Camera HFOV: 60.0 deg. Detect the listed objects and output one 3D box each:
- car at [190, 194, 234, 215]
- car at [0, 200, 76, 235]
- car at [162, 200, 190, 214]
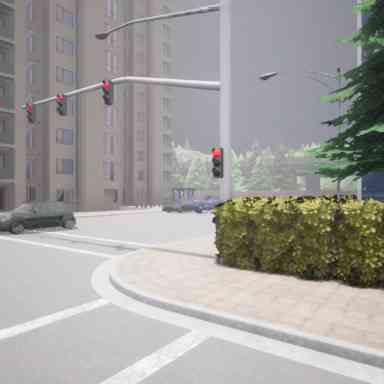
[{"bbox_3d":[2.522,1.221,34.860,2.150,2.045,5.566,0,0,36],"label":"car"},{"bbox_3d":[-9.068,1.352,19.055,2.097,1.767,4.553,0,0,36],"label":"car"},{"bbox_3d":[-0.917,1.546,36.096,2.033,1.411,5.357,0,0,36],"label":"car"}]
